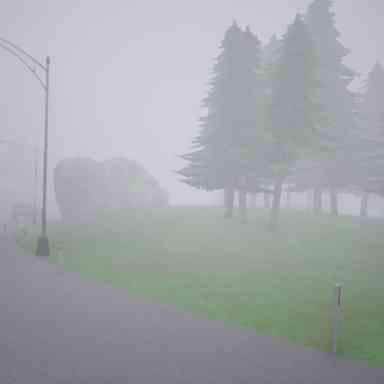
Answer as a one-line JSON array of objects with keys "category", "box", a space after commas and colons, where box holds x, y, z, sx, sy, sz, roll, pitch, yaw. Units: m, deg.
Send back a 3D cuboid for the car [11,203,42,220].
[{"category": "car", "box": [-21.252, 2.575, 43.321, 2.150, 2.045, 5.566, 2, -4, 1]}]
